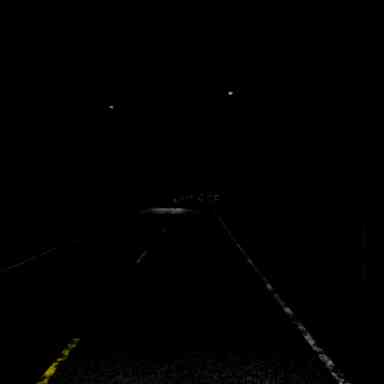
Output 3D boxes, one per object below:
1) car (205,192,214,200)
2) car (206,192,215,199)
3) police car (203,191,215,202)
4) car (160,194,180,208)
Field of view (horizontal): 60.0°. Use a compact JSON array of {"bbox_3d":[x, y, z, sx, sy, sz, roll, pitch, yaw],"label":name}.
[{"bbox_3d":[3.744,0.871,70.137,1.801,1.575,5.366,0,1,4],"label":"car"},{"bbox_3d":[4.200,0.839,75.910,1.882,1.535,5.008,0,1,5],"label":"car"},{"bbox_3d":[3.038,0.932,60.110,1.930,1.638,5.238,0,1,4],"label":"police car"},{"bbox_3d":[-2.643,1.027,40.752,2.097,1.767,4.553,0,0,3],"label":"car"}]
